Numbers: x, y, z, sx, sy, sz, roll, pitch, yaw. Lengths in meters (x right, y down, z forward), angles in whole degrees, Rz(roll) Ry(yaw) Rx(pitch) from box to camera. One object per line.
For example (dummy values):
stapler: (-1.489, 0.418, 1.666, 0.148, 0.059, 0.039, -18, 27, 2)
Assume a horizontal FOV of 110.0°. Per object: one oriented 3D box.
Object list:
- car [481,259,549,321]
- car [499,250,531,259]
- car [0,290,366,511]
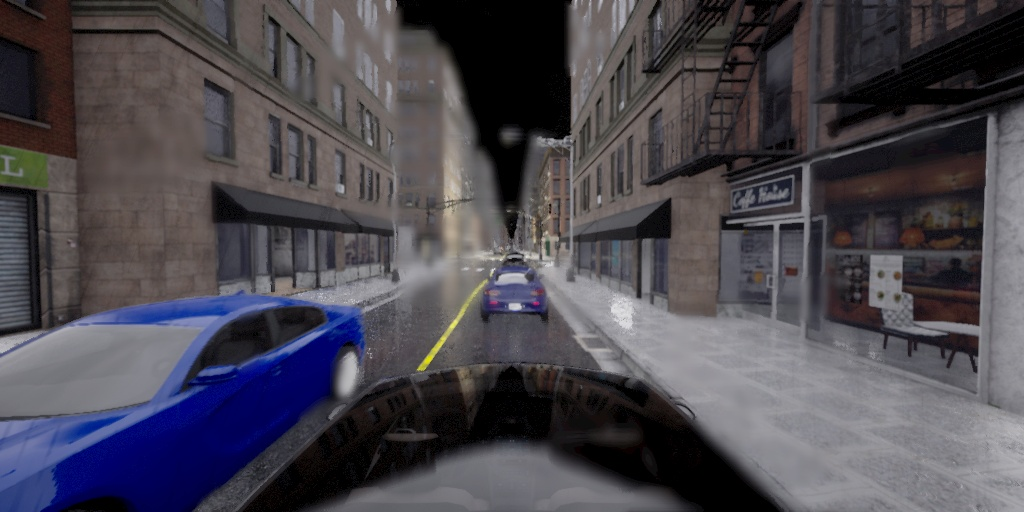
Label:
car: (0.090, 1.008, 11.092, 1.812, 1.442, 4.674, 0, 2, 0)
car: (0.324, 0.526, 27.003, 1.837, 1.490, 4.892, 0, 2, 4)
car: (-3.102, 1.182, 3.309, 1.882, 1.535, 5.008, 0, 2, 0)
